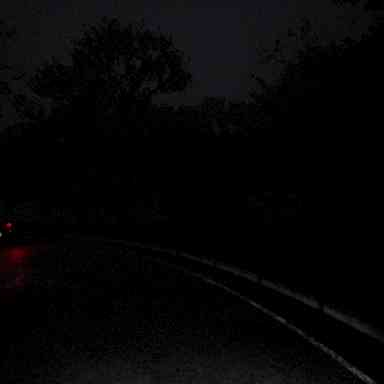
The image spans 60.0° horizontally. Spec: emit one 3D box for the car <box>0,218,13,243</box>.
[{"bbox_3d":[-9.888,1.554,14.578,4.674,1.442,1.812,0,0,27],"label":"car"}]
